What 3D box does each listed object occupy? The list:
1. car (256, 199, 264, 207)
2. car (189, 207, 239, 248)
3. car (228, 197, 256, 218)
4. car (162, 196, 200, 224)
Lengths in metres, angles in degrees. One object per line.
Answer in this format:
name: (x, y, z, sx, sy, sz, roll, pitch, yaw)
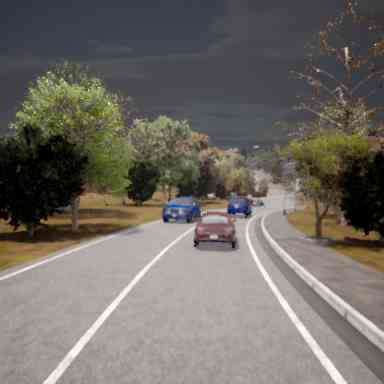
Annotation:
car: (13.054, 2.207, 66.238, 2.128, 1.511, 4.902, 2, 0, 24)
car: (1.157, 1.674, 15.720, 1.812, 1.442, 4.674, 1, 0, 7)
car: (5.213, 1.588, 35.876, 2.150, 2.045, 5.566, 2, 0, 16)
car: (-0.735, 1.398, 27.109, 2.150, 2.045, 5.566, 1, 0, 12)
